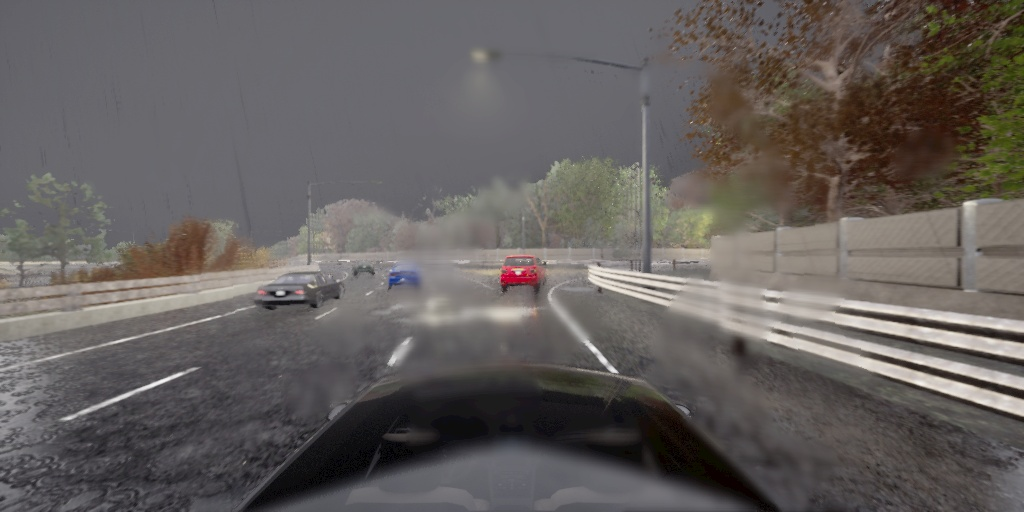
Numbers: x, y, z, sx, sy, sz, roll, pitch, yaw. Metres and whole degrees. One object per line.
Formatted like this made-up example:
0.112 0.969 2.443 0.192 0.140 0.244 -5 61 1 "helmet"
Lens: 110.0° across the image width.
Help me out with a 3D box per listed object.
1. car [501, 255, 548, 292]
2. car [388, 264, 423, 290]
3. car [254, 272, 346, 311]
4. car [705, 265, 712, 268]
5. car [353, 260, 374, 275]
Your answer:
0.807 0.966 21.222 2.150 2.045 5.566 -1 0 10 "car"
-6.862 1.274 23.215 1.882 1.535 5.008 0 0 -14 "car"
-8.575 1.355 15.015 2.033 1.411 5.357 0 0 -11 "car"
31.875 1.010 54.998 5.008 1.535 1.882 0 0 -23 "car"
-17.304 1.219 41.715 2.097 1.767 4.553 0 0 -26 "car"
